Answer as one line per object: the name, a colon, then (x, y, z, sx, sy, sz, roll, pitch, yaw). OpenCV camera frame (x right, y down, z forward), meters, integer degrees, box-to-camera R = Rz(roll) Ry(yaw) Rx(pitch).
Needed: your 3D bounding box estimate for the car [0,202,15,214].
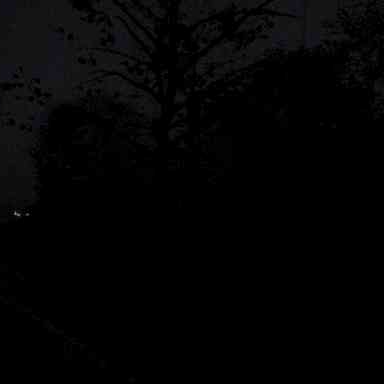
car: (-29.319, 2.473, 51.215, 2.097, 1.767, 4.553, 0, -2, -6)

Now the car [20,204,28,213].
car: (-25.959, 2.715, 52.550, 1.994, 1.385, 4.181, 0, -2, -6)

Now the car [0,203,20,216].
car: (-24.976, 2.336, 43.393, 2.033, 1.411, 5.357, 0, -2, -6)

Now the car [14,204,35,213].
car: (-30.267, 2.985, 60.259, 1.837, 1.490, 4.892, 0, -2, -6)
